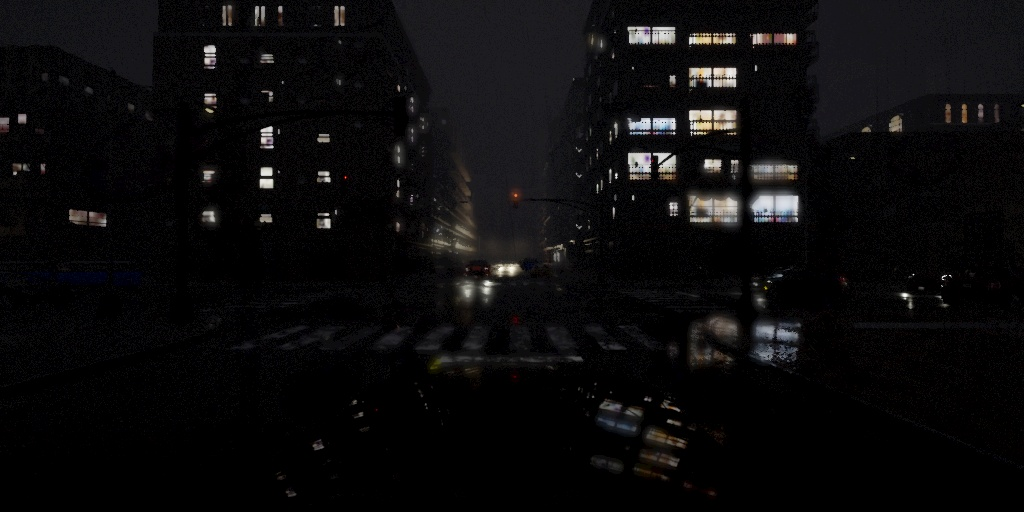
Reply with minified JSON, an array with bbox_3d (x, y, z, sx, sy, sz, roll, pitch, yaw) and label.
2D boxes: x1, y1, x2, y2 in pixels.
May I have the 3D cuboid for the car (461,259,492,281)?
[{"bbox_3d":[-2.815,1.108,30.511,2.097,1.767,4.553,0,0,0],"label":"car"}]

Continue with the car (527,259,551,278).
[{"bbox_3d":[2.624,1.287,33.567,1.751,1.417,4.829,0,0,0],"label":"car"}]

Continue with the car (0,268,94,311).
[{"bbox_3d":[-19.364,1.289,13.646,4.403,1.370,2.007,0,0,1],"label":"car"}]

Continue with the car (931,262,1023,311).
[{"bbox_3d":[18.663,1.102,13.140,4.097,1.591,1.967,0,0,1],"label":"car"}]

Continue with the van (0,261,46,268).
[{"bbox_3d":[-30.447,1.200,21.674,3.998,1.789,1.690,0,0,1],"label":"van"}]

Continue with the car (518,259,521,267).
[{"bbox_3d":[2.450,1.096,53.054,2.192,1.841,5.009,0,0,0],"label":"car"}]

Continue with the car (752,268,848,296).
[{"bbox_3d":[14.689,1.303,18.617,4.181,1.385,1.994,0,-1,1],"label":"car"}]

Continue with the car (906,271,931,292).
[{"bbox_3d":[23.387,1.073,18.503,4.553,1.767,2.097,0,-1,1],"label":"car"}]

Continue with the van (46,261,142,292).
[{"bbox_3d":[-24.852,1.189,21.600,3.998,1.789,1.690,0,0,1],"label":"van"}]

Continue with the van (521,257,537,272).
[{"bbox_3d":[2.495,1.116,47.400,1.690,1.789,3.998,0,0,0],"label":"van"}]

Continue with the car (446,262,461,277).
[{"bbox_3d":[-5.521,1.315,36.004,2.007,1.370,4.403,0,0,0],"label":"car"}]
